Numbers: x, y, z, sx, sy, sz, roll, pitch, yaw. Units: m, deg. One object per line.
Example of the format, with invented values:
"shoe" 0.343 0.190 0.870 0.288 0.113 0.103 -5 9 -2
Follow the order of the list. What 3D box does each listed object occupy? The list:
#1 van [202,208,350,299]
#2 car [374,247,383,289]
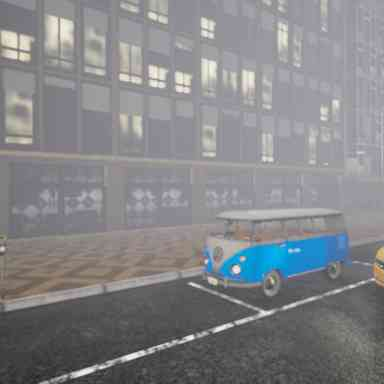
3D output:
"van" 2.137 1.302 8.088 3.998 1.788 1.690 0 0 -36
"car" 6.201 1.419 7.803 5.008 1.535 1.882 0 0 -35
